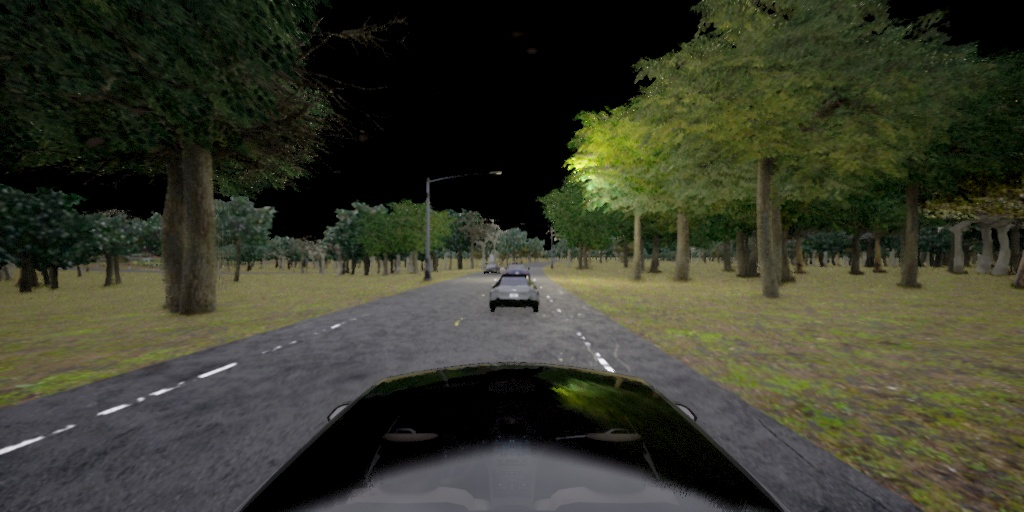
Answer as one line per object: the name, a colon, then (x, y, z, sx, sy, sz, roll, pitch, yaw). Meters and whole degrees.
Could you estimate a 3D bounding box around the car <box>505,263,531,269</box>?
car: (0.470, 1.374, 30.180, 2.097, 1.767, 4.553, 0, -1, 2)

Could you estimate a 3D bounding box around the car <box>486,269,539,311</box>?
car: (0.122, 1.444, 15.260, 1.994, 1.385, 4.181, 0, 0, 2)

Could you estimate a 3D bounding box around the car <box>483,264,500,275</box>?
car: (-2.596, 1.725, 46.427, 2.033, 1.411, 5.357, 0, -1, 3)
